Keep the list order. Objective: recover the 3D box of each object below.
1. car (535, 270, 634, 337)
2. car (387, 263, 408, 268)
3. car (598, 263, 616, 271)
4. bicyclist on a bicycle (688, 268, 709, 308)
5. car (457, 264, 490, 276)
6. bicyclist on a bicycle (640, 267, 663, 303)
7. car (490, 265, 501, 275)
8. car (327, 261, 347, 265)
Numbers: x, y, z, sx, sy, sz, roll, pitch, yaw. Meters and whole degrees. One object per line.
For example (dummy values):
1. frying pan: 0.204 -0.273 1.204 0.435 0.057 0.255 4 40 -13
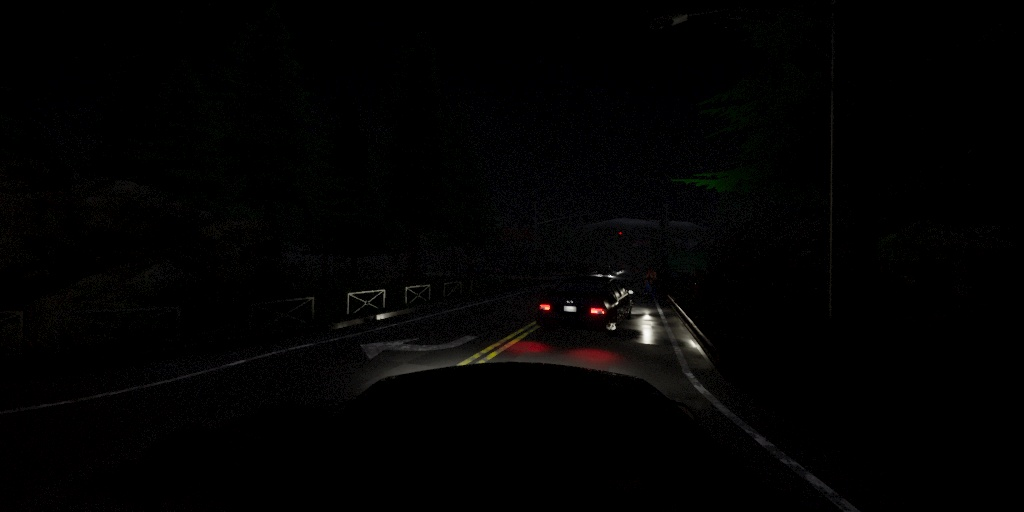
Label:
1. car: 2.313 1.276 10.290 2.033 1.411 5.357 1 -1 24
2. car: -14.727 1.621 48.159 4.181 1.385 1.994 1 -1 20
3. car: 13.595 2.083 52.085 1.895 1.301 4.718 1 -1 20
4. bicyclist on a bicycle: 7.888 1.353 15.109 1.656 1.620 0.582 1 -1 -34
5. car: -5.331 1.755 44.752 4.181 1.385 1.994 1 -1 20
6. bicyclist on a bicycle: 6.444 1.340 16.493 1.656 1.620 0.582 1 -1 -31
7. car: -4.133 1.805 48.201 5.357 1.411 2.033 1 -1 21
8. car: -24.494 1.468 51.999 5.357 1.411 2.033 1 -1 23
